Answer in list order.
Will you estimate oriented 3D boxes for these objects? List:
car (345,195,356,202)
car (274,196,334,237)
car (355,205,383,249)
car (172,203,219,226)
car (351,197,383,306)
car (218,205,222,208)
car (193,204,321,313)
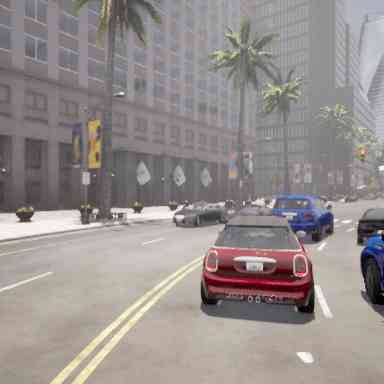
[{"bbox_3d":[34.708,1.471,72.430,2.161,1.482,4.786,0,0,37],"label":"car"},{"bbox_3d":[5.662,1.212,16.831,2.150,2.045,5.566,0,0,32],"label":"car"},{"bbox_3d":[8.837,1.469,15.337,1.882,1.535,5.008,0,0,32],"label":"car"},{"bbox_3d":[0.638,1.480,22.535,2.128,1.511,4.902,0,0,36],"label":"car"},{"bbox_3d":[4.320,1.221,4.760,2.150,2.045,5.566,0,0,10],"label":"car"},{"bbox_3d":[3.842,1.559,21.049,1.812,1.442,4.674,0,0,37],"label":"car"},{"bbox_3d":[1.637,1.347,7.990,2.097,1.767,4.553,0,0,14],"label":"car"}]
